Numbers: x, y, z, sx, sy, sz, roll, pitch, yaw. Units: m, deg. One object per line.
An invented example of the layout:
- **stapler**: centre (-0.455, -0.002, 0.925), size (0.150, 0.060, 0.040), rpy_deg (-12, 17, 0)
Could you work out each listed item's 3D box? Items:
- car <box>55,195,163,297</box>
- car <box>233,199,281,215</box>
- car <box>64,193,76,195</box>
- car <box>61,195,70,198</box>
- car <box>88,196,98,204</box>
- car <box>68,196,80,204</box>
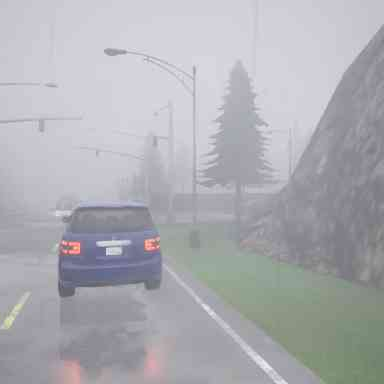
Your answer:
- **car**: centre (-2.248, 1.221, 8.924), size (2.150, 2.045, 5.566), rpy_deg (0, 0, -16)
- **car**: centre (6.511, 1.505, 33.284), size (4.892, 1.490, 1.837), rpy_deg (0, 0, -18)
- **car**: centre (-19.364, 1.221, 52.657), size (2.150, 2.045, 5.566), rpy_deg (0, 0, -17)
- **car**: centre (-16.394, 1.492, 42.874), size (2.128, 1.511, 4.902), rpy_deg (0, 0, -17)
- **car**: centre (-19.240, 1.526, 64.582), size (1.812, 1.442, 4.674), rpy_deg (0, 0, -17)
- **car**: centre (-22.834, 1.563, 64.334), size (1.994, 1.385, 4.181), rpy_deg (0, 0, -16)
